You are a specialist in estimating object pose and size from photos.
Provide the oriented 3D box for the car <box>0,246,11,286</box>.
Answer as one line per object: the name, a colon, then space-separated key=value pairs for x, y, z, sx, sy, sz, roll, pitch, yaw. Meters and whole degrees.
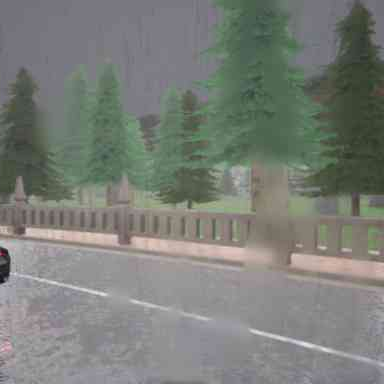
car: x=-6.173 y=1.455 z=7.592 sx=4.892 sy=1.490 sz=1.837 roll=0 pitch=0 yaw=30
